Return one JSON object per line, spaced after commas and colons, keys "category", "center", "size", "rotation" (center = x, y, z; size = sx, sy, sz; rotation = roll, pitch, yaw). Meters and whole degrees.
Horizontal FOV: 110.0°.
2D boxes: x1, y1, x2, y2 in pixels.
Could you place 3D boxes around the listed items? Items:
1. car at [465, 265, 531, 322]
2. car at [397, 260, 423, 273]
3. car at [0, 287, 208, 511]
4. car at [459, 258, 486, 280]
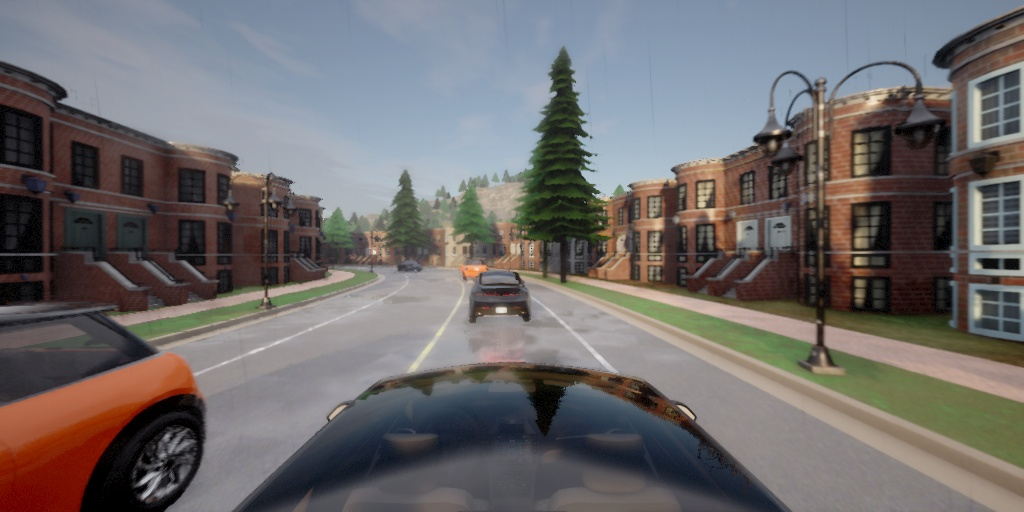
{"category": "car", "center": [-0.482, 1.228, 12.260], "size": [1.837, 1.490, 4.892], "rotation": [0, 0, -5]}
{"category": "car", "center": [-12.038, 1.220, 42.100], "size": [2.033, 1.411, 5.357], "rotation": [0, 0, -31]}
{"category": "car", "center": [-3.716, 1.113, 1.186], "size": [2.097, 1.767, 4.553], "rotation": [0, 0, 0]}
{"category": "car", "center": [-3.248, 1.034, 30.020], "size": [2.097, 1.767, 4.553], "rotation": [0, 0, -14]}
